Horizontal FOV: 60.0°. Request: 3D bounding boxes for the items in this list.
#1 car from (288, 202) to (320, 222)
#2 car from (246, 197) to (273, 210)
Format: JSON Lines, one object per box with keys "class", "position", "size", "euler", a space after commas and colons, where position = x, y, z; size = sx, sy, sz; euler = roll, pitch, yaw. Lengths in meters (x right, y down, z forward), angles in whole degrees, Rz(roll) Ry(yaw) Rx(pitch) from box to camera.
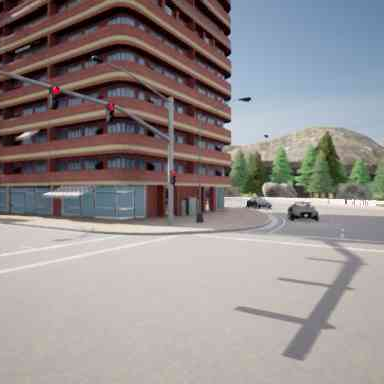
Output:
{"class": "car", "position": [8.505, 1.481, 25.580], "size": [1.994, 1.385, 4.181], "euler": [0, 0, 12]}
{"class": "car", "position": [8.381, 1.414, 41.933], "size": [1.812, 1.442, 4.674], "euler": [0, 0, -15]}
